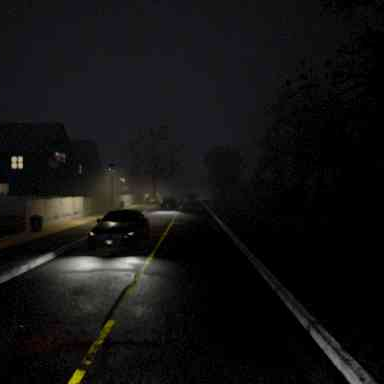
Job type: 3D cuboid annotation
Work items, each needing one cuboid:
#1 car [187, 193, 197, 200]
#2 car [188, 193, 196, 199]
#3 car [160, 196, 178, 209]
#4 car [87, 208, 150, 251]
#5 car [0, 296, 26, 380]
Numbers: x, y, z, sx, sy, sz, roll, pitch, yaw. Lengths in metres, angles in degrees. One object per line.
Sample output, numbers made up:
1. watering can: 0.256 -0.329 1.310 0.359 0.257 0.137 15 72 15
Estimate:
1. car: -0.050 1.070 72.823 1.837 1.490 4.892 0 0 0
2. car: -0.057 0.966 83.252 1.994 1.385 4.181 0 0 0
3. car: -2.778 1.293 40.210 2.128 1.511 4.902 0 0 0
4. car: -2.851 1.444 13.846 1.812 1.442 4.674 0 1 1
5. car: -2.852 1.538 1.537 2.033 1.411 5.357 0 0 0
